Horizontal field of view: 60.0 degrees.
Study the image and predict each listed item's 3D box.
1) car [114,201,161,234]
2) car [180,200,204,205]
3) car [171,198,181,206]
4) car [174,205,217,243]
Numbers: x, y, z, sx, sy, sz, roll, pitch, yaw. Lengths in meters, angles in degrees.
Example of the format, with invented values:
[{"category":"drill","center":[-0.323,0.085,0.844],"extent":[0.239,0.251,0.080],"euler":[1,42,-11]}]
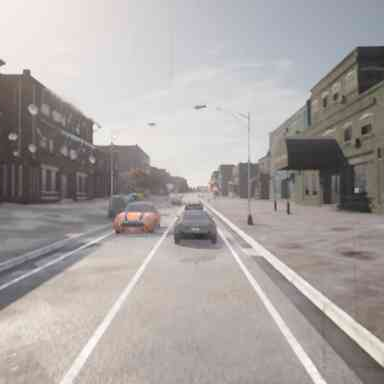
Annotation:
[{"category":"car","center":[-3.034,1.362,19.236],"extent":[2.097,1.767,4.553],"euler":[0,0,0]},{"category":"car","center":[0.217,1.549,33.799],"extent":[2.128,1.511,4.902],"euler":[0,0,0]},{"category":"car","center":[-2.813,1.796,60.560],"extent":[1.895,1.301,4.718],"euler":[0,0,1]},{"category":"car","center":[0.154,1.570,16.221],"extent":[1.994,1.385,4.181],"euler":[0,0,0]}]
